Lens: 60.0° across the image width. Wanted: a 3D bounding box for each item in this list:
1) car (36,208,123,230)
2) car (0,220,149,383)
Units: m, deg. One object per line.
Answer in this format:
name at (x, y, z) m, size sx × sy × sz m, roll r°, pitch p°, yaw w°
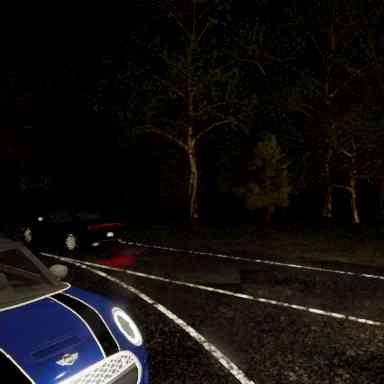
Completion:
car at (-5.011, 1.414, 13.743) m, size 5.008 × 1.535 × 1.882 m, roll 0°, pitch 0°, yaw 36°
car at (-2.644, 1.337, 3.762) m, size 4.553 × 1.767 × 2.097 m, roll 1°, pitch 0°, yaw 35°
